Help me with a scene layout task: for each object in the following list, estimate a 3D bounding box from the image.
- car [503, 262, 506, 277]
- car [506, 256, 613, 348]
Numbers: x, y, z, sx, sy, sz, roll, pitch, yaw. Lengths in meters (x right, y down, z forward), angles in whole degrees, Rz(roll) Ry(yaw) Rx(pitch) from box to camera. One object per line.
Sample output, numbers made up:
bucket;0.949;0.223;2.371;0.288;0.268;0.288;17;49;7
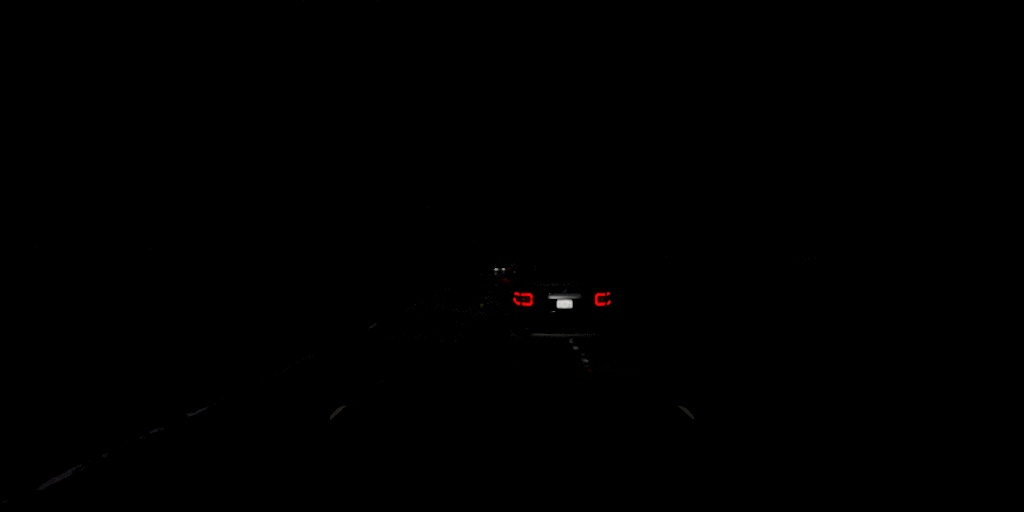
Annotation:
car;0.280;1.442;37.889;1.882;1.535;5.008;0;0;0
car;1.017;1.021;9.498;2.150;2.045;5.566;0;0;0
